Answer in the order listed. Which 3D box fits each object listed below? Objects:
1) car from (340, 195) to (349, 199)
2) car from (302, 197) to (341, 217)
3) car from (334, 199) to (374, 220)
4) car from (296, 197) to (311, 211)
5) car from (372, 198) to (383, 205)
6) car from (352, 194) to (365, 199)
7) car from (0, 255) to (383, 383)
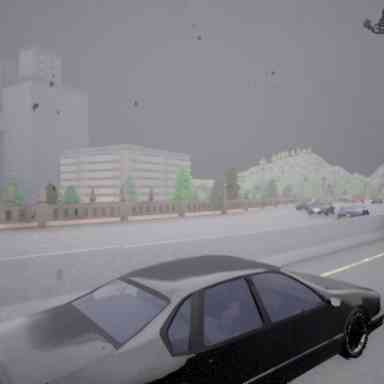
[{"bbox_3d":[35.112,1.511,76.816,1.882,1.535,5.008,-1,-1,30],"label":"car"},{"bbox_3d":[12.832,1.569,32.744,2.128,1.511,4.902,0,0,34],"label":"car"},{"bbox_3d":[13.606,1.572,27.844,1.812,1.442,4.674,0,0,37],"label":"car"},{"bbox_3d":[14.564,1.472,41.956,2.097,1.767,4.553,-1,0,31],"label":"car"},{"bbox_3d":[34.749,1.694,62.349,1.895,1.301,4.718,-1,0,30],"label":"car"},{"bbox_3d":[34.395,1.342,68.673,2.150,2.045,5.566,-1,0,30],"label":"car"},{"bbox_3d":[0.378,1.558,4.184,5.357,1.411,2.033,0,0,-38],"label":"car"}]
